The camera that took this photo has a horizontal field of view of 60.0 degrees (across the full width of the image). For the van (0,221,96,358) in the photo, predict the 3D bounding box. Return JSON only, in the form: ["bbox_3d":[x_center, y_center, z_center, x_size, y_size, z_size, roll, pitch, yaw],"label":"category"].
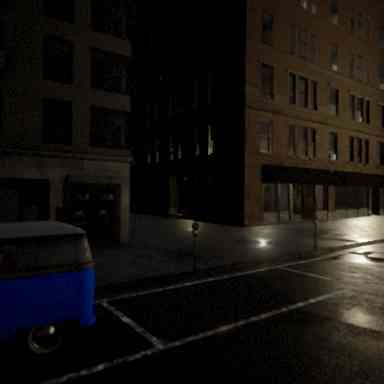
[{"bbox_3d":[-3.324,1.341,4.380,3.998,1.788,1.690,0,1,-36],"label":"van"}]
